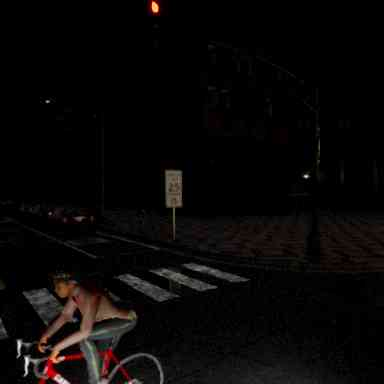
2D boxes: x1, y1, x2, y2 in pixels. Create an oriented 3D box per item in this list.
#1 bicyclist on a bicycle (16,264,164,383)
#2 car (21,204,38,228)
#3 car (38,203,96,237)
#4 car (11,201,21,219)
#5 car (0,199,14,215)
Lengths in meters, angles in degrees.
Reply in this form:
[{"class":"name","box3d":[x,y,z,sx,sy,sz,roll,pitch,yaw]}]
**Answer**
[{"class":"bicyclist on a bicycle","box3d":[-0.954,1.452,2.956,1.656,1.620,0.582,0,0,-36]},{"class":"car","box3d":[-10.052,1.471,22.808,1.967,1.590,4.097,-1,1,-36]},{"class":"car","box3d":[-6.861,1.452,18.421,1.967,1.590,4.097,-1,1,-36]},{"class":"car","box3d":[-13.241,1.632,27.196,1.802,1.307,4.206,-1,1,-36]},{"class":"car","box3d":[-19.624,1.633,35.970,1.887,1.381,4.507,-1,1,-36]}]
